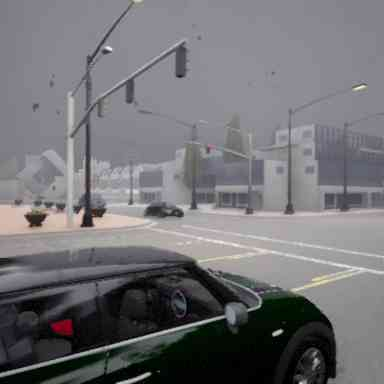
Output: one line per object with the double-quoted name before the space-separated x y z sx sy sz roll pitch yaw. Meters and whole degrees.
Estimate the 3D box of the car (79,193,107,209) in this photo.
"car" -13.106 1.215 43.744 2.150 2.045 5.566 1 0 -35

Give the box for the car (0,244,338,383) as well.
"car" -0.533 1.350 3.407 4.553 1.767 2.097 0 0 -35

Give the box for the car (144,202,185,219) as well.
"car" -2.417 1.548 28.522 1.994 1.385 4.181 1 0 -35
